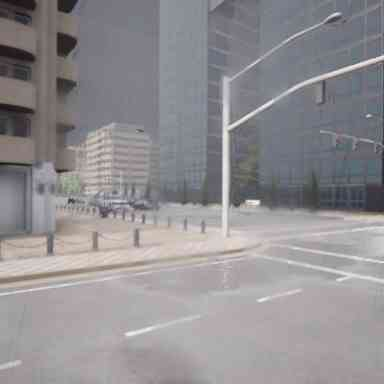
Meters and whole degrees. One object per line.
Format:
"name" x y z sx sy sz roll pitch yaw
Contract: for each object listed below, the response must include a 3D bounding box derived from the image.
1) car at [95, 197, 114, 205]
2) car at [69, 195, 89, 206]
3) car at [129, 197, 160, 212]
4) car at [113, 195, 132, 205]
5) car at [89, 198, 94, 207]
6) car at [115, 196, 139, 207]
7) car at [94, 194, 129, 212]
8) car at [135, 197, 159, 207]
"car" -16.373 1.681 62.395 1.837 1.490 4.892 1 0 -35
"car" -18.661 1.283 53.474 1.812 1.442 4.674 1 0 -35
"car" -5.634 1.664 40.822 1.812 1.442 4.674 1 0 -35
"car" -13.490 1.564 64.382 2.097 1.767 4.553 1 0 -35
"car" -15.800 1.742 55.481 1.994 1.385 4.181 1 0 -35
"car" -10.669 1.529 54.365 2.097 1.767 4.553 1 0 -35
"car" -9.516 1.324 40.268 2.150 2.045 5.566 1 0 -35
"car" -7.644 1.704 56.138 2.128 1.511 4.902 1 0 -34
